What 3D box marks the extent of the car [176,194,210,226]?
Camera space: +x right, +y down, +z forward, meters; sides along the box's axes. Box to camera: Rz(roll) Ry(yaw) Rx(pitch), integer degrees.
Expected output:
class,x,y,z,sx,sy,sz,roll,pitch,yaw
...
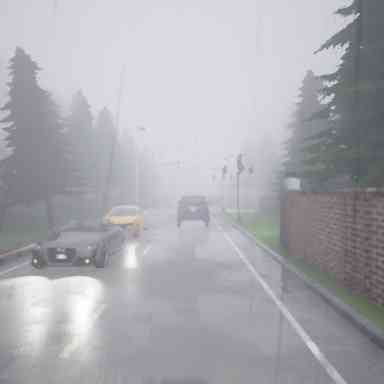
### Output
class,x,y,z,sx,sy,sz,roll,pitch,yaw
car,0.082,1.216,23.478,2.150,2.045,5.566,0,0,0

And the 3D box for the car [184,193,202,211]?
class,x,y,z,sx,sy,sz,roll,pitch,yaw
car,0.120,1.252,43.160,2.150,2.045,5.566,1,-1,0

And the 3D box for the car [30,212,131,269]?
class,x,y,z,sx,sy,sz,roll,pitch,yaw
car,-3.511,1.560,10.983,1.994,1.385,4.181,0,0,1

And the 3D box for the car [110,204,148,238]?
class,x,y,z,sx,sy,sz,roll,pitch,yaw
car,-3.550,1.472,17.974,1.882,1.535,5.008,0,0,0
